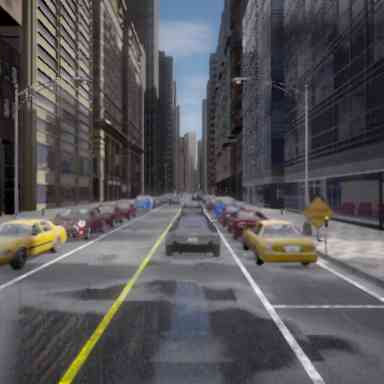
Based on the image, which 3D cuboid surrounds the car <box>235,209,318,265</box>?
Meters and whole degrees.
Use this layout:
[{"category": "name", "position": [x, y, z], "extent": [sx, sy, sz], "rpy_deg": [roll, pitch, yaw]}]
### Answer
[{"category": "car", "position": [2.767, 1.529, 11.481], "extent": [1.752, 1.417, 4.829], "rpy_deg": [0, 0, 0]}]

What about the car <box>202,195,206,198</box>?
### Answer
[{"category": "car", "position": [2.771, 1.457, 44.924], "extent": [1.967, 1.590, 4.097], "rpy_deg": [0, 0, 0]}]

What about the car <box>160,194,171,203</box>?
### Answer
[{"category": "car", "position": [-5.752, 1.344, 72.923], "extent": [2.192, 1.841, 5.009], "rpy_deg": [0, 0, 0]}]

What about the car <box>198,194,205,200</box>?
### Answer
[{"category": "car", "position": [2.775, 1.485, 95.343], "extent": [1.967, 1.590, 4.097], "rpy_deg": [0, 0, 0]}]

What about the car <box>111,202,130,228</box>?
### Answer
[{"category": "car", "position": [-5.757, 1.553, 22.507], "extent": [1.887, 1.381, 4.507], "rpy_deg": [0, 0, 0]}]

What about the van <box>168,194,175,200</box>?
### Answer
[{"category": "van", "position": [-5.750, 1.386, 95.330], "extent": [1.690, 1.788, 3.998], "rpy_deg": [0, 0, 0]}]

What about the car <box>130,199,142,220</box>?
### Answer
[{"category": "car", "position": [-5.757, 1.555, 28.109], "extent": [1.887, 1.381, 4.507], "rpy_deg": [0, 0, 0]}]

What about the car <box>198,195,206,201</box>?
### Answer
[{"category": "car", "position": [2.774, 1.591, 89.740], "extent": [2.008, 1.369, 4.403], "rpy_deg": [0, 0, 0]}]

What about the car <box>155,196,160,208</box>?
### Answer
[{"category": "car", "position": [-5.755, 1.599, 44.914], "extent": [1.802, 1.307, 4.206], "rpy_deg": [0, 0, 0]}]

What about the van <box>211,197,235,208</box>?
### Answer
[{"category": "van", "position": [2.769, 1.351, 28.117], "extent": [1.690, 1.788, 3.998], "rpy_deg": [0, 0, 0]}]

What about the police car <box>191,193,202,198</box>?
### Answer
[{"category": "police car", "position": [0.867, 1.458, 78.495], "extent": [1.930, 1.638, 5.238], "rpy_deg": [0, 0, 0]}]

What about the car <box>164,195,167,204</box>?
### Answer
[{"category": "car", "position": [-5.754, 1.587, 56.118], "extent": [1.947, 1.339, 4.313], "rpy_deg": [0, 0, 0]}]

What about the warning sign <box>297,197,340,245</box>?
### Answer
[{"category": "warning sign", "position": [5.066, 1.120, 13.391], "extent": [1.300, 1.860, 1.060], "rpy_deg": [0, 0, 0]}]

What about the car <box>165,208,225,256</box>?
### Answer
[{"category": "car", "position": [0.049, 1.570, 13.190], "extent": [1.994, 1.385, 4.181], "rpy_deg": [0, 0, 1]}]

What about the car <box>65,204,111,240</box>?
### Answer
[{"category": "car", "position": [-5.757, 1.446, 16.905], "extent": [1.967, 1.590, 4.097], "rpy_deg": [0, 0, 0]}]

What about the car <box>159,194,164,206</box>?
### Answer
[{"category": "car", "position": [-5.754, 1.459, 50.516], "extent": [1.967, 1.590, 4.097], "rpy_deg": [0, 0, 0]}]

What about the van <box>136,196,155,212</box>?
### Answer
[{"category": "van", "position": [-5.755, 1.356, 39.313], "extent": [1.690, 1.788, 3.998], "rpy_deg": [0, 0, 0]}]

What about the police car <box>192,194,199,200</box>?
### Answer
[{"category": "police car", "position": [0.909, 1.469, 94.498], "extent": [1.930, 1.638, 5.238], "rpy_deg": [0, 0, 0]}]

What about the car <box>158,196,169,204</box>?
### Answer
[{"category": "car", "position": [-5.753, 1.592, 67.321], "extent": [1.947, 1.339, 4.313], "rpy_deg": [0, 0, 0]}]

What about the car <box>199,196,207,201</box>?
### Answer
[{"category": "car", "position": [2.773, 1.602, 84.139], "extent": [1.947, 1.339, 4.313], "rpy_deg": [0, 0, 0]}]

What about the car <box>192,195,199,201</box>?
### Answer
[{"category": "car", "position": [0.850, 1.544, 88.388], "extent": [1.837, 1.490, 4.892], "rpy_deg": [0, 0, 0]}]

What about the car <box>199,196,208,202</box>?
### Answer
[{"category": "car", "position": [2.773, 1.598, 78.537], "extent": [1.947, 1.339, 4.313], "rpy_deg": [0, 0, 0]}]

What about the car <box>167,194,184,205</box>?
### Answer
[{"category": "car", "position": [-3.044, 1.570, 58.093], "extent": [2.033, 1.411, 5.357], "rpy_deg": [0, 0, 1]}]

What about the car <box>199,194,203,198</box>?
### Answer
[{"category": "car", "position": [2.772, 1.568, 61.730], "extent": [1.887, 1.381, 4.507], "rpy_deg": [0, 0, 0]}]

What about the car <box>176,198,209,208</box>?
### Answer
[{"category": "car", "position": [0.046, 1.502, 27.934], "extent": [2.128, 1.511, 4.902], "rpy_deg": [0, 0, 0]}]

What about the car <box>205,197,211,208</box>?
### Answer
[{"category": "car", "position": [2.770, 1.559, 39.322], "extent": [1.887, 1.381, 4.507], "rpy_deg": [0, 0, 0]}]

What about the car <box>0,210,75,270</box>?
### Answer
[{"category": "car", "position": [-5.758, 1.529, 11.134], "extent": [1.752, 1.417, 4.829], "rpy_deg": [0, 0, 0]}]

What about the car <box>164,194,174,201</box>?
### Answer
[{"category": "car", "position": [-5.751, 1.351, 84.127], "extent": [2.192, 1.841, 5.009], "rpy_deg": [0, 0, 0]}]

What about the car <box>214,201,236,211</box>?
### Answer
[{"category": "car", "position": [2.768, 1.553, 22.515], "extent": [1.887, 1.381, 4.507], "rpy_deg": [0, 0, 0]}]

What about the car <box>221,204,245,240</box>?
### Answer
[{"category": "car", "position": [2.768, 1.551, 16.913], "extent": [1.887, 1.381, 4.507], "rpy_deg": [0, 0, 0]}]
